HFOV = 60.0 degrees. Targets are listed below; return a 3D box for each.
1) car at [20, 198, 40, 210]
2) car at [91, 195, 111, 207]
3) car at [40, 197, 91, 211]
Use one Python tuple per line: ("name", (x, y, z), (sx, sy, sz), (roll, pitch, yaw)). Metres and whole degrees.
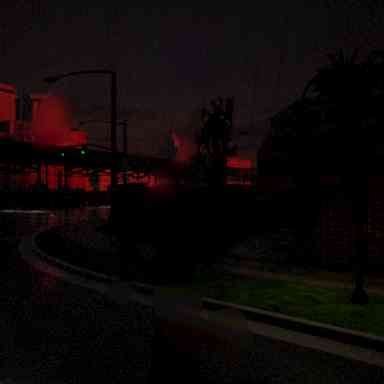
("car", (-18.475, 1.403, 40.665), (1.812, 1.442, 4.674), (0, 1, 37))
("car", (-12.958, 1.260, 47.970), (2.128, 1.511, 4.902), (0, 1, 37))
("car", (-14.908, 1.364, 39.579), (1.837, 1.490, 4.892), (0, 1, 37))
